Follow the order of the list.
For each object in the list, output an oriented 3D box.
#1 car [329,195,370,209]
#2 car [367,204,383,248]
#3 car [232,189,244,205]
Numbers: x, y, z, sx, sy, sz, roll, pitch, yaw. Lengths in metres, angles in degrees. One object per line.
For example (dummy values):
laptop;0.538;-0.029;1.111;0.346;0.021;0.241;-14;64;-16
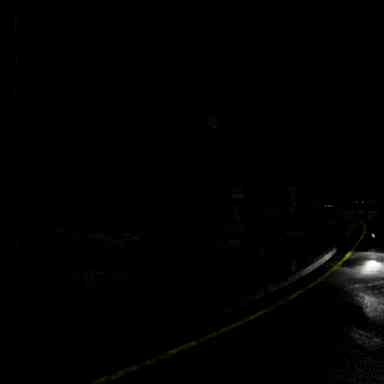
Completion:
car;16.803;1.000;35.658;2.033;1.411;5.357;0;1;-6
car;8.692;1.478;14.200;2.033;1.411;5.357;0;1;32
car;5.968;0.636;42.261;5.566;2.045;2.435;0;-1;-42
